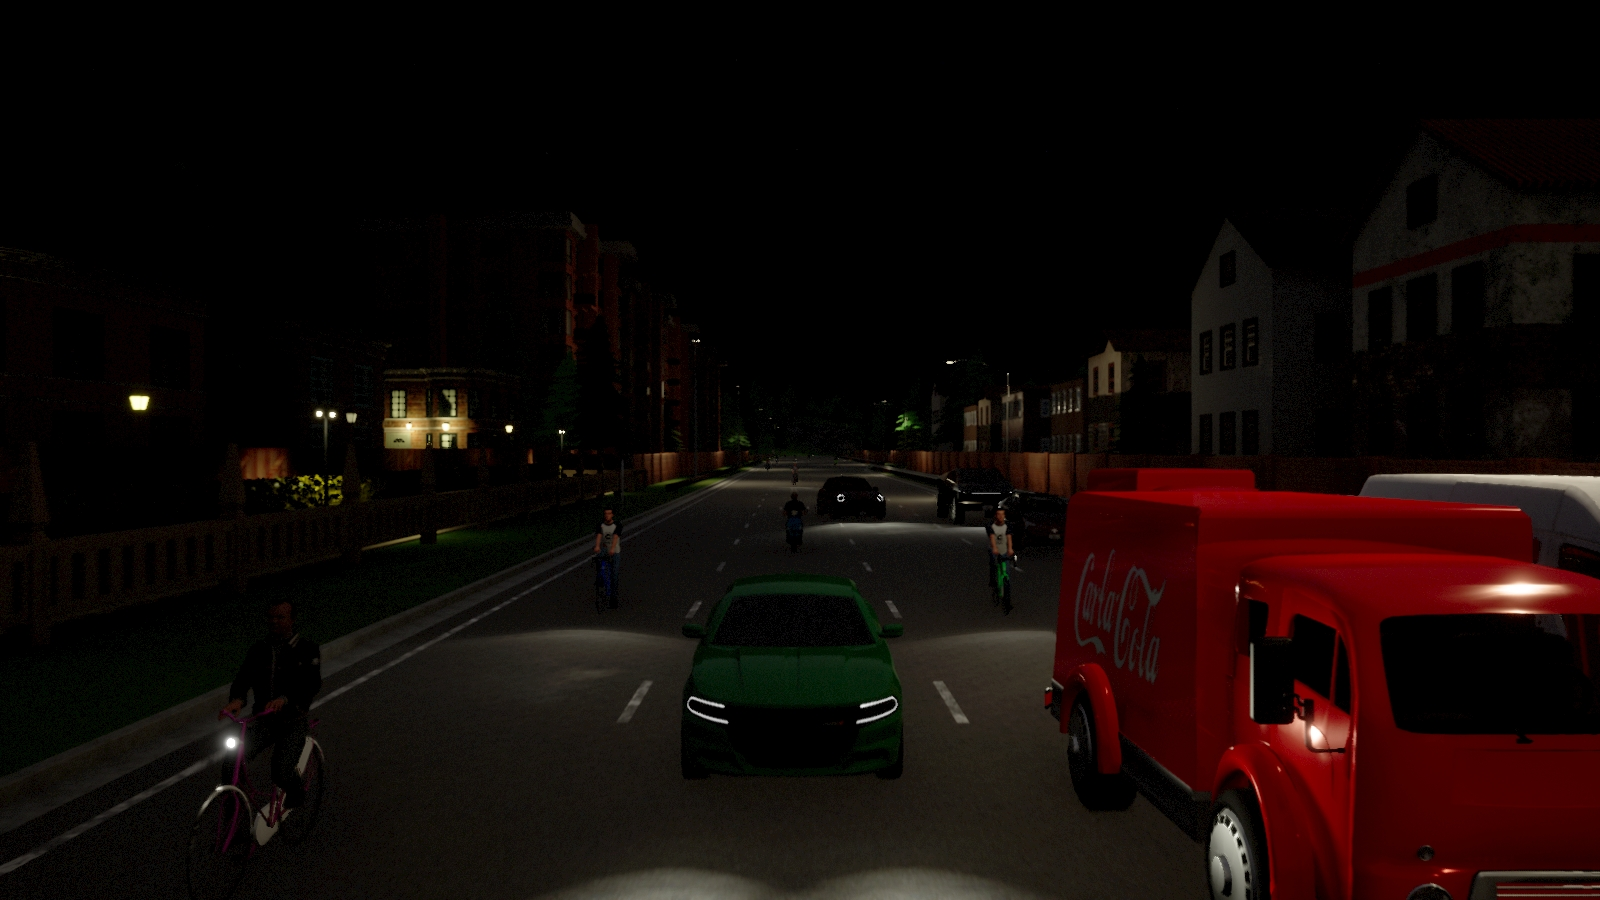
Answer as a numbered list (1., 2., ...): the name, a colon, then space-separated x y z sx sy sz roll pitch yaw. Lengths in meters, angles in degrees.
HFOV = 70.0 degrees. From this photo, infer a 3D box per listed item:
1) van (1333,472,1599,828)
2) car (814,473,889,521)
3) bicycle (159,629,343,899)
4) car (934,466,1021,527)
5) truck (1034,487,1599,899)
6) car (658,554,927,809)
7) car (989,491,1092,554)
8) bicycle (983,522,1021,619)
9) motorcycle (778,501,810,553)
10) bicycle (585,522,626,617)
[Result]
1. van: 6.938 1.530 9.765 1.988 2.561 5.915 0 0 0
2. car: 2.052 1.888 46.789 2.097 1.767 4.553 0 0 -11
3. bicycle: -3.545 2.056 7.532 0.329 1.471 1.835 0 0 0
4. car: 6.786 1.736 44.392 2.390 2.098 6.274 0 0 0
5. truck: 3.442 1.565 7.762 2.627 2.467 5.204 0 0 0
6. car: -0.072 2.029 11.403 2.097 1.535 5.006 0 0 0
7. car: 6.833 2.027 32.986 2.007 1.525 4.514 0 0 0
8. bicycle: 3.476 2.048 19.757 0.373 1.496 1.643 0 0 0
9. motorcycle: -0.153 2.129 31.718 0.856 1.316 1.805 0 0 0
10. bicycle: -3.370 2.048 19.903 0.373 1.496 1.643 0 0 2
